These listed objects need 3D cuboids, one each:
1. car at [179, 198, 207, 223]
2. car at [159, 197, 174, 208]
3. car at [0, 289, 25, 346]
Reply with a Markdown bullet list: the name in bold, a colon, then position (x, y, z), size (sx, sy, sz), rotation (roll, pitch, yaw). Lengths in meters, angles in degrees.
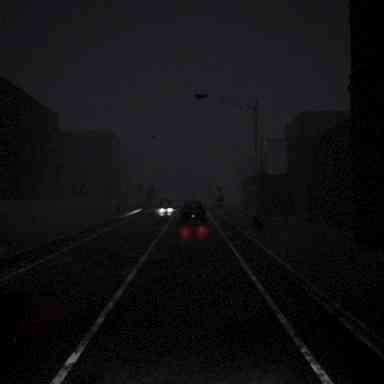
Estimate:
- **car**: position (0.078, 1.452, 25.249), size (2.128, 1.511, 4.902), rotation (0, 0, 0)
- **car**: position (-3.568, 1.464, 46.759), size (2.128, 1.511, 4.902), rotation (0, 0, 0)
- **car**: position (-3.287, 1.601, 2.489), size (1.895, 1.301, 4.718), rotation (0, 0, 0)
